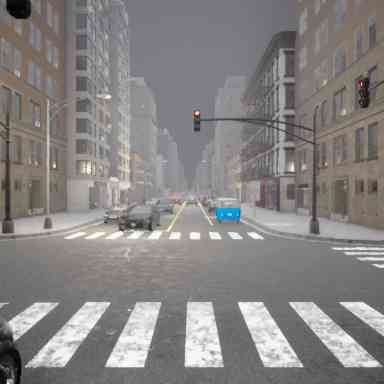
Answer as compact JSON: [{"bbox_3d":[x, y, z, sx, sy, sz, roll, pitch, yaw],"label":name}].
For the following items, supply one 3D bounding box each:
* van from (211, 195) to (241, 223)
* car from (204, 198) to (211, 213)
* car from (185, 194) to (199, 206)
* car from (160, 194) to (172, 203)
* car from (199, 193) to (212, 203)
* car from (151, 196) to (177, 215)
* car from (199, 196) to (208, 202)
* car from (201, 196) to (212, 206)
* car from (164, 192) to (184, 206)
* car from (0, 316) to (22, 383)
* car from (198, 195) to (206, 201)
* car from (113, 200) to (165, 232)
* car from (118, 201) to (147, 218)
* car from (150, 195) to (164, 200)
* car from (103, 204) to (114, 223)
[{"bbox_3d":[2.630,1.340,24.989,1.690,1.788,3.998,0,0,0],"label":"van"},{"bbox_3d":[2.627,1.580,36.351,1.802,1.307,4.206,0,0,0],"label":"car"},{"bbox_3d":[-0.016,1.536,54.701,2.033,1.411,5.357,0,0,0],"label":"car"},{"bbox_3d":[-5.407,1.292,70.432,2.192,1.841,5.009,0,0,0],"label":"car"},{"bbox_3d":[2.623,1.305,53.395,2.192,1.841,5.009,0,0,0],"label":"car"},{"bbox_3d":[-2.855,1.499,34.506,1.837,1.490,4.892,0,1,0],"label":"car"},{"bbox_3d":[2.617,1.524,76.120,2.008,1.369,4.403,0,0,0],"label":"car"},{"bbox_3d":[2.624,1.576,47.714,1.802,1.307,4.206,0,0,0],"label":"car"},{"bbox_3d":[-2.818,1.213,53.788,2.150,2.045,5.566,0,0,1],"label":"car"},{"bbox_3d":[-2.754,1.564,1.750,1.994,1.385,4.181,0,0,0],"label":"car"},{"bbox_3d":[2.614,1.530,87.483,1.947,1.339,4.313,0,0,0],"label":"car"},{"bbox_3d":[-3.019,1.476,20.131,1.882,1.535,5.008,0,0,2],"label":"car"},{"bbox_3d":[-5.397,1.543,30.660,1.887,1.381,4.507,0,0,0],"label":"car"},{"bbox_3d":[-5.401,1.519,47.536,1.752,1.417,4.829,0,0,0],"label":"car"},{"bbox_3d":[-5.395,1.549,24.978,2.008,1.369,4.403,0,0,0],"label":"car"}]
